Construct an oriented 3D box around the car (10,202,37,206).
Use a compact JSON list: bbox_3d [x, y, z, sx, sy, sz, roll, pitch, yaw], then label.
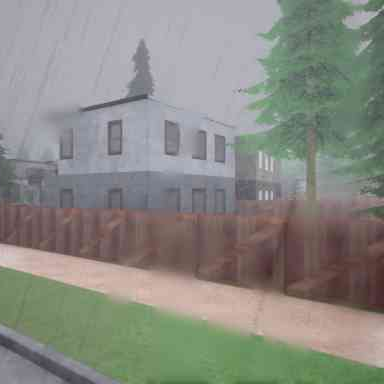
[{"bbox_3d":[-15.331,1.582,29.327,1.895,1.301,4.718,0,0,28],"label":"car"}]
